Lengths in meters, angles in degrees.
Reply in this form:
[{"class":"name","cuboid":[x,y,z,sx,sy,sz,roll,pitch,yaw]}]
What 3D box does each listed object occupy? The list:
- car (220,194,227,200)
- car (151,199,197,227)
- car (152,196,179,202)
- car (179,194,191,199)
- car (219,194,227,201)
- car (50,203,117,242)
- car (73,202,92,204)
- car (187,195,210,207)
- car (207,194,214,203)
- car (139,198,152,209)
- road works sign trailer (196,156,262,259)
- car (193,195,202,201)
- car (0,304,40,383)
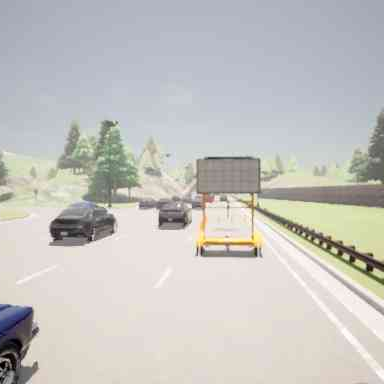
[{"class":"car","cuboid":[8.822,1.411,93.685,1.882,1.535,5.008,0,0,5]},{"class":"car","cuboid":[-1.095,1.498,22.917,2.128,1.511,4.902,0,0,5]},{"class":"car","cuboid":[-3.076,1.515,39.617,1.837,1.490,4.892,0,0,5]},{"class":"car","cuboid":[-1.042,1.563,61.748,2.033,1.411,5.357,0,0,5]},{"class":"car","cuboid":[7.903,1.559,83.686,1.994,1.385,4.181,0,0,5]},{"class":"car","cuboid":[-5.199,1.511,16.523,1.837,1.490,4.892,0,0,5]},{"class":"car","cuboid":[-7.945,1.486,24.887,1.882,1.535,5.008,0,0,5]},{"class":"car","cuboid":[0.938,1.558,45.045,2.033,1.411,5.357,0,0,5]},{"class":"car","cuboid":[3.300,1.237,71.009,2.150,2.045,5.566,0,0,5]},{"class":"car","cuboid":[-5.978,1.561,46.272,2.033,1.411,5.357,0,0,5]},{"class":"road works sign trailer","cuboid":[1.374,0.467,12.640,2.380,3.560,2.880,0,0,5]},{"class":"car","cuboid":[1.508,1.547,90.583,2.128,1.511,4.902,0,0,5]},{"class":"car","cuboid":[-3.011,1.602,2.073,1.895,1.301,4.718,0,0,5]}]
